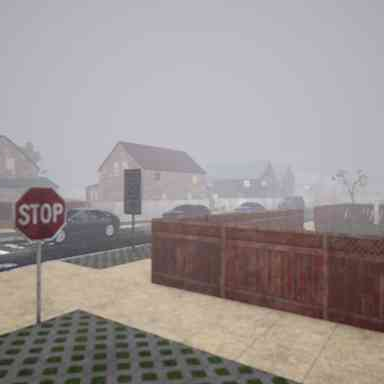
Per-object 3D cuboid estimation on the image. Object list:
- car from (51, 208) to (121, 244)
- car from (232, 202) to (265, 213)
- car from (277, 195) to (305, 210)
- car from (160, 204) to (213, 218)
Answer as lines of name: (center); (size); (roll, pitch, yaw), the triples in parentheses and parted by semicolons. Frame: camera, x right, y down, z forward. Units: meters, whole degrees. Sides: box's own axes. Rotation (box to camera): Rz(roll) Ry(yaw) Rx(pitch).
car: (-5.776, 1.574, 16.568); (1.837, 1.490, 4.892); (0, 0, 35)
car: (5.665, 1.716, 32.652); (1.812, 1.442, 4.674); (0, 0, 36)
car: (12.759, 1.487, 42.558); (2.150, 2.045, 5.566); (0, 1, 35)
car: (-0.322, 1.629, 24.236); (1.837, 1.490, 4.892); (0, 0, 36)
